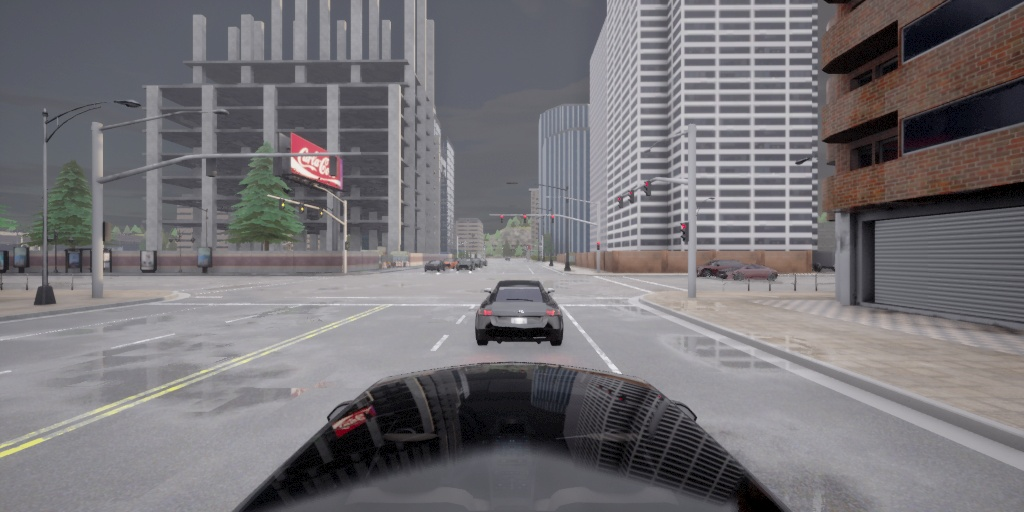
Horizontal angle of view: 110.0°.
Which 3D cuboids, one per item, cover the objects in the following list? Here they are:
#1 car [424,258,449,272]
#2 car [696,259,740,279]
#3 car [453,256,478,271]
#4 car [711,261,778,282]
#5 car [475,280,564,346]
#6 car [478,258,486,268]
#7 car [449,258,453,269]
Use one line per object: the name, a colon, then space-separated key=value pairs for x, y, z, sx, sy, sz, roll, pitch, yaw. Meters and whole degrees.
car: x=-9.811 y=1.228 z=45.995 sx=1.882 sy=1.535 sz=5.008 roll=0 pitch=0 yaw=1
car: x=18.483 y=1.101 z=32.317 sx=4.553 sy=1.767 sz=2.097 roll=0 pitch=0 yaw=1
car: x=-6.253 y=1.102 z=48.848 sx=2.097 sy=1.767 sz=4.553 roll=0 pitch=0 yaw=1
car: x=18.810 y=1.312 z=28.814 sx=4.181 sy=1.385 sz=1.994 roll=0 pitch=0 yaw=1
car: x=0.194 y=1.314 z=9.452 sx=1.994 sy=1.385 sz=4.181 roll=0 pitch=0 yaw=1
car: x=-6.056 y=1.102 z=59.031 sx=2.097 sy=1.767 sz=4.553 roll=0 pitch=0 yaw=1
car: x=-9.640 y=1.102 z=55.026 sx=2.097 sy=1.767 sz=4.553 roll=0 pitch=0 yaw=1
